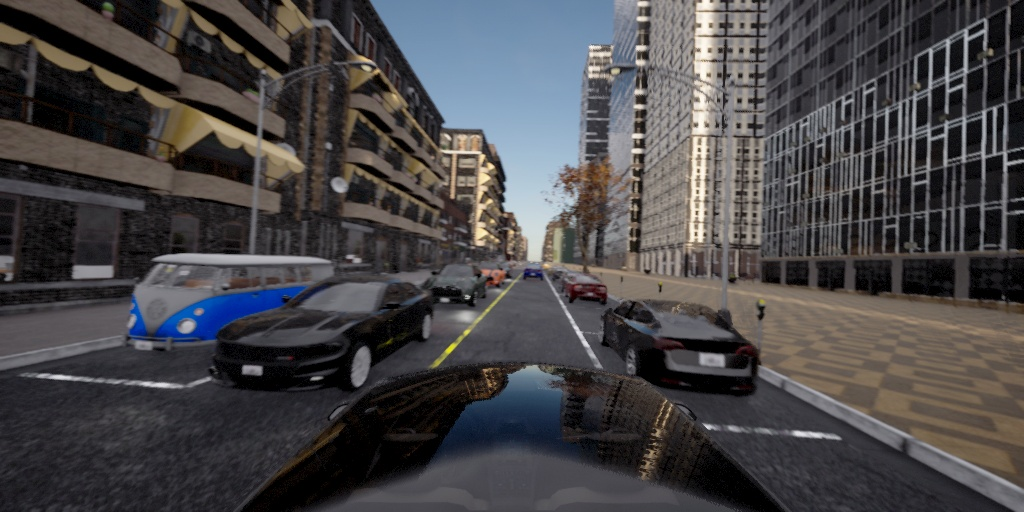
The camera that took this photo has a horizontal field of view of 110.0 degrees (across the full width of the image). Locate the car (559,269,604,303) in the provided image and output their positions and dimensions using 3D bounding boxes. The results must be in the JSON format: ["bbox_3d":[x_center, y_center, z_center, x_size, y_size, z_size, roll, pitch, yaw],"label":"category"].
[{"bbox_3d":[3.584,1.576,18.121,1.888,1.381,4.507,0,0,4],"label":"car"}]

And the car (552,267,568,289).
[{"bbox_3d":[3.953,1.637,23.678,2.007,1.370,4.403,0,0,4],"label":"car"}]

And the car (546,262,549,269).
[{"bbox_3d":[5.439,1.838,46.077,1.751,1.417,4.829,0,0,4],"label":"car"}]

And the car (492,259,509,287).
[{"bbox_3d":[-1.676,1.181,25.450,2.097,1.767,4.553,3,0,4],"label":"car"}]

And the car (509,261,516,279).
[{"bbox_3d":[-0.949,1.441,35.865,1.837,1.490,4.892,3,0,4],"label":"car"}]

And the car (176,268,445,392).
[{"bbox_3d":[-2.930,1.119,6.783,1.882,1.535,5.008,3,0,4],"label":"car"}]

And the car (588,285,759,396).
[{"bbox_3d":[2.847,1.486,7.008,1.948,1.339,4.313,0,0,4],"label":"car"}]

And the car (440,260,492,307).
[{"bbox_3d":[-2.337,1.082,15.618,2.097,1.767,4.553,3,0,4],"label":"car"}]

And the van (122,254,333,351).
[{"bbox_3d":[-5.506,0.865,7.567,1.690,1.789,3.998,0,0,4],"label":"van"}]

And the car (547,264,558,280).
[{"bbox_3d":[4.690,1.750,34.793,2.007,1.370,4.403,0,0,4],"label":"car"}]

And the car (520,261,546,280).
[{"bbox_3d":[2.166,1.564,36.075,1.882,1.535,5.008,3,0,4],"label":"car"}]
